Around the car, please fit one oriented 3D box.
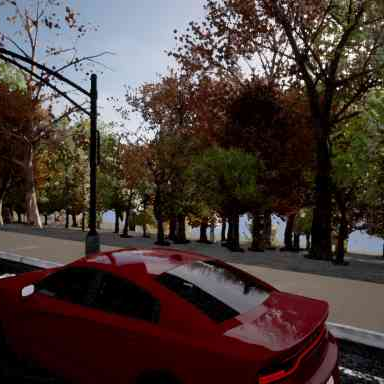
[{"bbox_3d":[-0.849,1.477,4.283,5.008,1.535,1.882,0,0,35],"label":"car"}]
